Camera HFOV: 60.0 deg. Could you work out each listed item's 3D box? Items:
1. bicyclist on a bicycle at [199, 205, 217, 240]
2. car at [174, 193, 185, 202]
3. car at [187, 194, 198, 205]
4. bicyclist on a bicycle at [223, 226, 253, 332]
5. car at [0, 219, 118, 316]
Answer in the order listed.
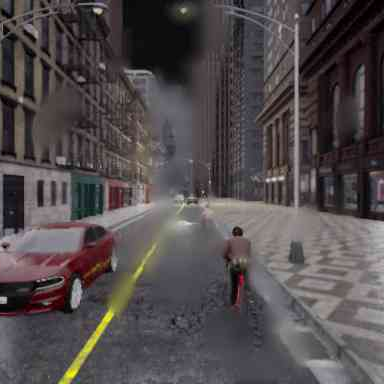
[{"bbox_3d":[0.788,1.437,16.114,0.866,1.612,1.509,0,0,0],"label":"bicyclist on a bicycle"},{"bbox_3d":[-2.991,1.339,80.318,2.150,2.045,5.566,0,0,0],"label":"car"},{"bbox_3d":[0.105,1.576,61.018,1.837,1.490,4.892,0,0,0],"label":"car"},{"bbox_3d":[0.827,1.452,5.875,0.582,1.620,1.656,0,0,0],"label":"bicyclist on a bicycle"},{"bbox_3d":[-3.099,1.477,7.865,1.882,1.535,5.008,0,0,0],"label":"car"}]
